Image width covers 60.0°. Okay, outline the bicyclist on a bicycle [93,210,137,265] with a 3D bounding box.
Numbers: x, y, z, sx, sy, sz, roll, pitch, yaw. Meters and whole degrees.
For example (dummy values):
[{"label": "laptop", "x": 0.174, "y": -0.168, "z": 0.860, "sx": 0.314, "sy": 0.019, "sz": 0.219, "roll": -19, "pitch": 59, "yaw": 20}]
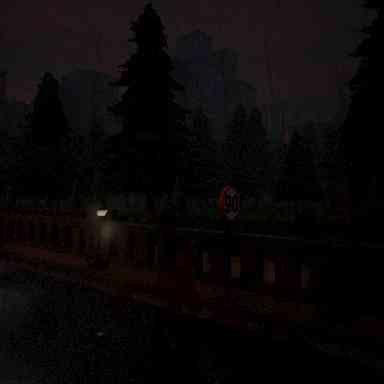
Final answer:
[{"label": "bicyclist on a bicycle", "x": -2.168, "y": 1.343, "z": 9.688, "sx": 0.582, "sy": 1.620, "sz": 1.656, "roll": 0, "pitch": -3, "yaw": 36}]
